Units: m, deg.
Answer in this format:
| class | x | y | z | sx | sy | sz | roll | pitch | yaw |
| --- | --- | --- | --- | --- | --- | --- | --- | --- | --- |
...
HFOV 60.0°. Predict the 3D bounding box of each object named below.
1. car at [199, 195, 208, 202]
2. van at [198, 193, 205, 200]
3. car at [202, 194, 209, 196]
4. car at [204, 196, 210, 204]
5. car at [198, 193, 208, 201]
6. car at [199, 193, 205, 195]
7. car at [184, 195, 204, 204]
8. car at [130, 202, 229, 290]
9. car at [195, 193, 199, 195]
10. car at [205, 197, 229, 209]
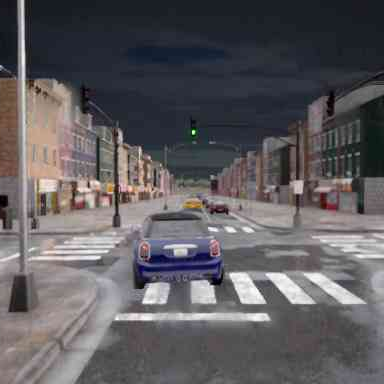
| class | x | y | z | sx | sy | sz | roll | pitch | yaw |
| --- | --- | --- | --- | --- | --- | --- | --- | --- | --- |
| car | 2.629 | 1.453 | 76.993 | 2.008 | 1.369 | 4.403 | -1 | 0 | 0 |
| van | 2.626 | 1.224 | 93.590 | 1.690 | 1.788 | 3.998 | -1 | 0 | 0 |
| car | 2.627 | 1.473 | 54.863 | 1.887 | 1.381 | 4.507 | -1 | 0 | 0 |
| car | 2.627 | 1.523 | 43.798 | 1.802 | 1.307 | 4.206 | -1 | 0 | 0 |
| car | 2.624 | 1.211 | 82.525 | 2.192 | 1.841 | 5.009 | -1 | 0 | 0 |
| car | 2.625 | 1.362 | 60.395 | 1.967 | 1.590 | 4.097 | -1 | 0 | 0 |
| car | 0.104 | 1.423 | 40.199 | 1.882 | 1.535 | 5.008 | 0 | 0 | 0 |
| car | -0.625 | 1.345 | 9.376 | 2.097 | 1.767 | 4.553 | 0 | 0 | -10 |
| car | 0.006 | 1.418 | 67.267 | 1.837 | 1.490 | 4.892 | 0 | 0 | 0 |
| car | 2.625 | 1.499 | 32.732 | 1.887 | 1.381 | 4.507 | -1 | 0 | 0 |
